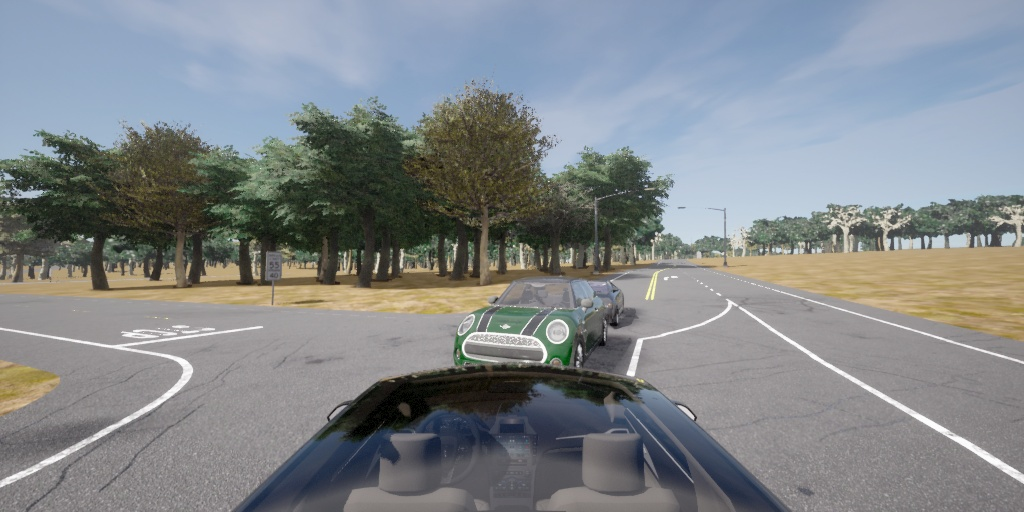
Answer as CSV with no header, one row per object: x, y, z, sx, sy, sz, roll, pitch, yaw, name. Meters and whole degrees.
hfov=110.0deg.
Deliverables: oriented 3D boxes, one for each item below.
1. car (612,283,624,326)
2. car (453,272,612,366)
2.892,1.555,12.923,1.994,1.385,4.181,-2,0,22,car
0.673,1.223,7.488,2.097,1.767,4.553,-1,-2,22,car
